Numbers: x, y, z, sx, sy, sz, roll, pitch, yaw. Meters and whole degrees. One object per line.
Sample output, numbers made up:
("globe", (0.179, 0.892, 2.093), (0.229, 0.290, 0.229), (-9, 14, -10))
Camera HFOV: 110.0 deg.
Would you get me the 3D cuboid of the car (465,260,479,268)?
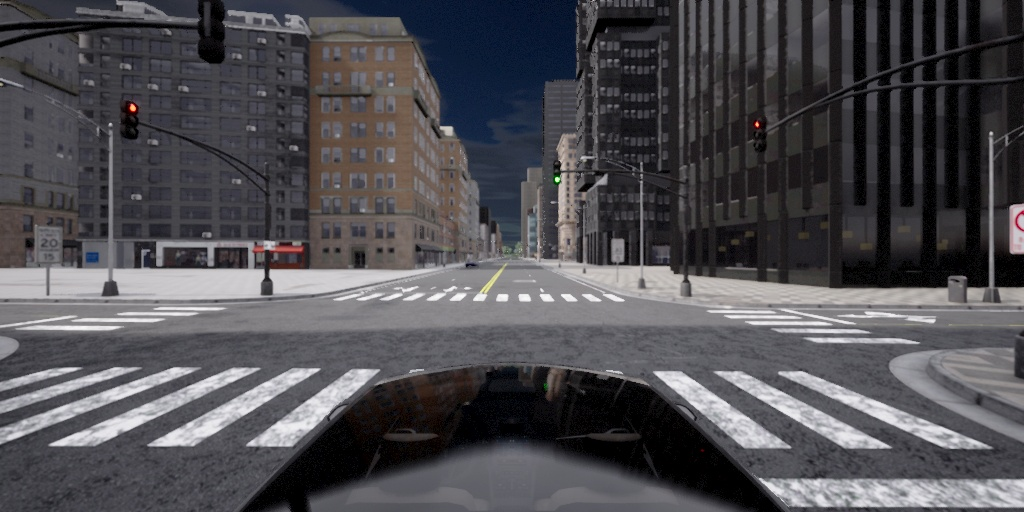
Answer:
("car", (-6.282, 1.254, 56.444), (1.895, 1.301, 4.718), (0, 0, 0))
